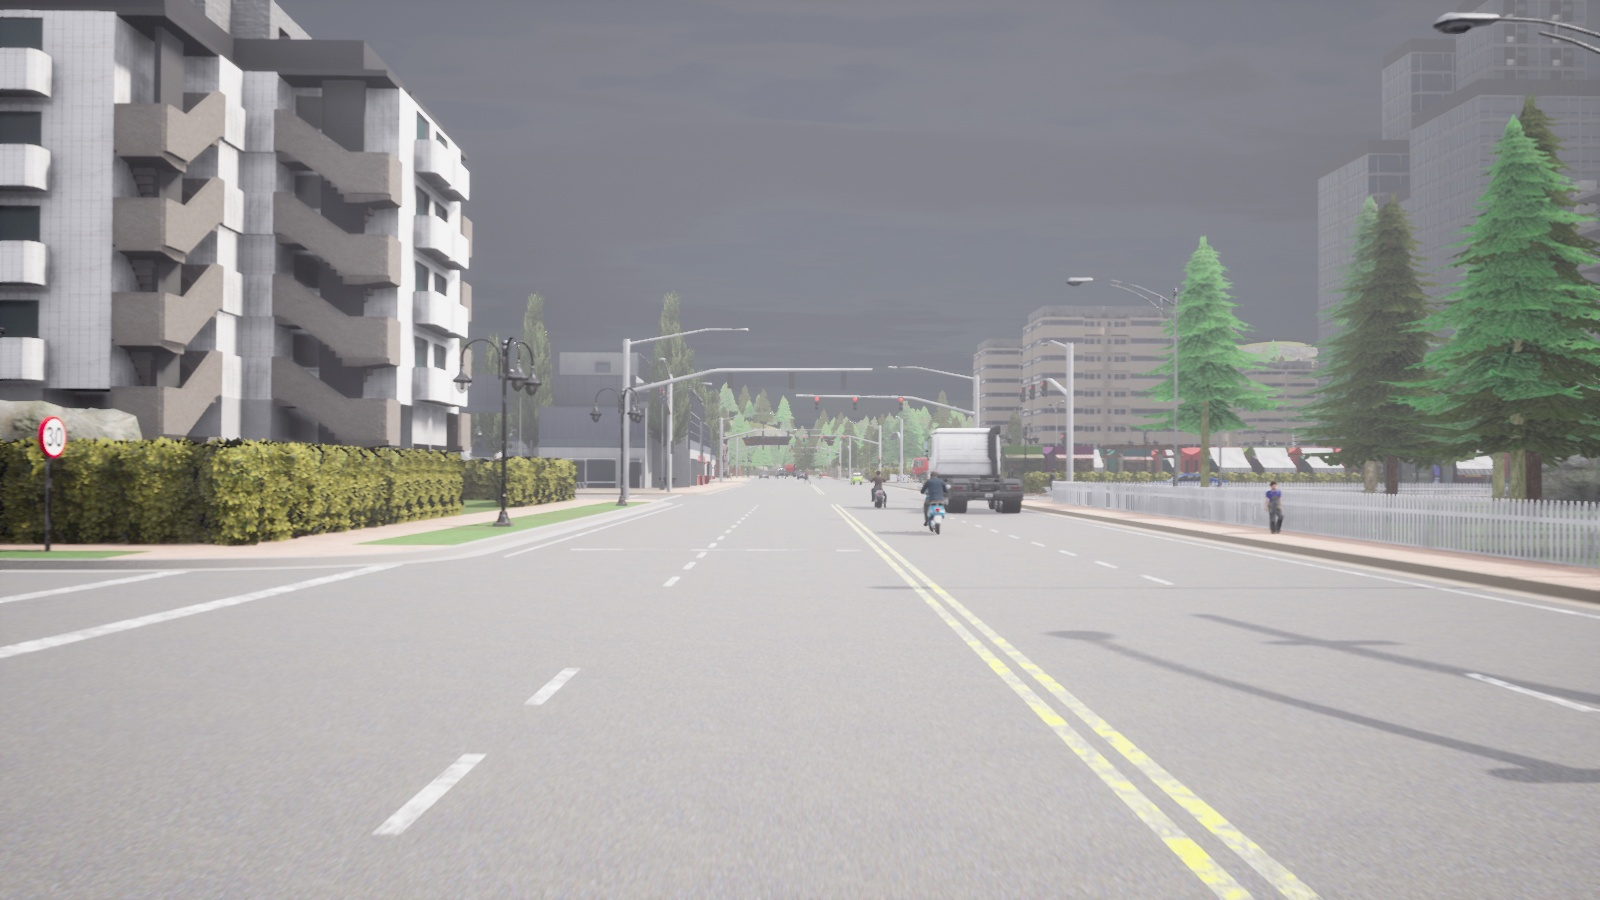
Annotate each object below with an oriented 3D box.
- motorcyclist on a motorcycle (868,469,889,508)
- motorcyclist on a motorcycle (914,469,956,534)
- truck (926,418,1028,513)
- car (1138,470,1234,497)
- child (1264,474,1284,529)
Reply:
[{"bbox_3d":[3.368,1.657,54.117,0.766,1.649,2.350,0,-1,0],"label":"motorcyclist on a motorcycle"},{"bbox_3d":[3.422,1.289,31.939,0.866,1.590,1.817,0,-1,0],"label":"motorcyclist on a motorcycle"},{"bbox_3d":[6.884,0.642,49.981,2.891,3.462,7.936,0,-1,0],"label":"truck"},{"bbox_3d":[22.650,1.937,73.777,5.008,1.535,1.882,0,-1,-2],"label":"car"},{"bbox_3d":[10.965,1.196,29.053,0.270,1.263,0.437,0,-1,0],"label":"child"}]
